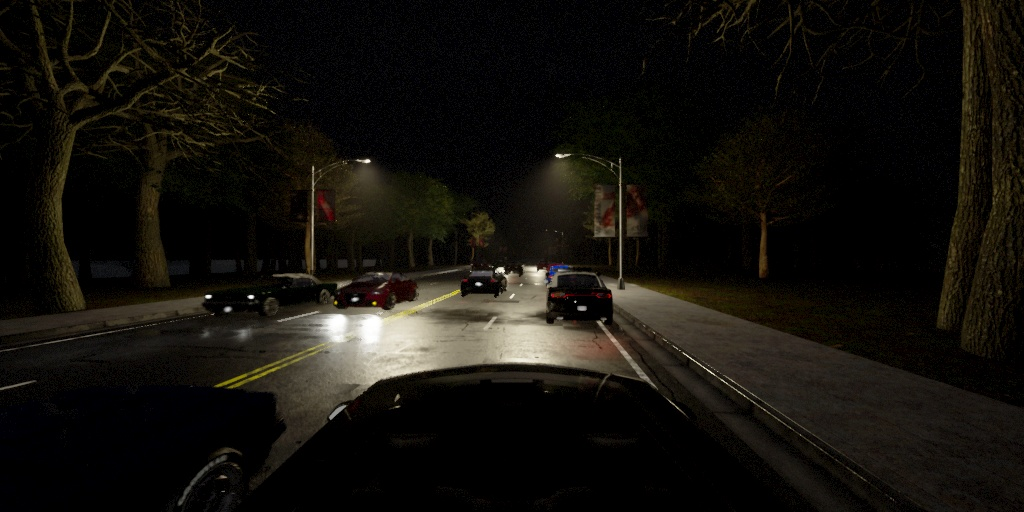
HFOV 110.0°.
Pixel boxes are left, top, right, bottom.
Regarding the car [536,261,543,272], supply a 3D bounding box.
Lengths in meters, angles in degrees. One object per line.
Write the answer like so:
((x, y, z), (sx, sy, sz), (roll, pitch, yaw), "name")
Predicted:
((4.377, 1.385, 49.236), (1.812, 1.442, 4.674), (0, 0, 5), "car")

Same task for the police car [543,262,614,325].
((2.091, 1.185, 12.081), (1.930, 1.638, 5.238), (0, 0, 5), "police car")

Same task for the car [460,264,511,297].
((-1.413, 1.335, 19.190), (1.994, 1.385, 4.181), (0, 0, 5), "car")

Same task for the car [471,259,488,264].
((-5.012, 1.231, 55.487), (2.097, 1.767, 4.553), (0, 0, 5), "car")

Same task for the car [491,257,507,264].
((-1.787, 1.101, 55.069), (2.150, 2.045, 5.566), (0, 0, 5), "car")

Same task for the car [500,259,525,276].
((0.194, 1.322, 37.541), (1.837, 1.490, 4.892), (0, 0, 5), "car")

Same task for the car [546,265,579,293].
((2.976, 1.304, 21.944), (1.812, 1.442, 4.674), (0, 0, 5), "car")

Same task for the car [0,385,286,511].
((-3.069, 1.350, 1.003), (1.895, 1.301, 4.718), (0, 0, 5), "car")

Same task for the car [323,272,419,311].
((-5.300, 1.326, 14.469), (1.994, 1.385, 4.181), (0, 0, 5), "car")

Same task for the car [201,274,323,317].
((-8.662, 1.360, 13.369), (1.895, 1.301, 4.718), (0, 0, 5), "car")
